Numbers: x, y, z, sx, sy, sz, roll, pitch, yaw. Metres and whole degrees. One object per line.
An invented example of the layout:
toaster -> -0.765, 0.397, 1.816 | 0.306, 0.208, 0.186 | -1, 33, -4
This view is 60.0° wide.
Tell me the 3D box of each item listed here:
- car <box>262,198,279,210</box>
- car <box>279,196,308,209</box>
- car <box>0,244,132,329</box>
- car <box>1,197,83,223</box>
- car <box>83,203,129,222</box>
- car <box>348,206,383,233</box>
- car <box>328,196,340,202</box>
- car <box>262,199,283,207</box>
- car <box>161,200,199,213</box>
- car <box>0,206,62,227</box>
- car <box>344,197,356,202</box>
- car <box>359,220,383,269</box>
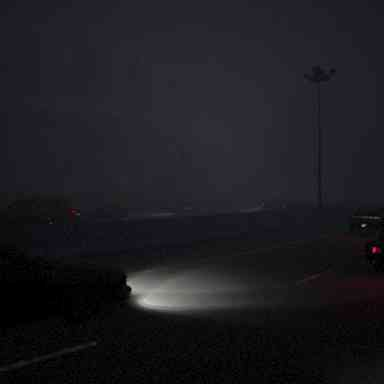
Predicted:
car -> 11.009, 1.611, 44.521 | 1.882, 1.535, 5.008 | 0, 0, 33
car -> 12.739, 1.595, 40.783 | 1.882, 1.535, 5.008 | 0, -1, 33
car -> -3.766, 1.573, 5.490 | 5.357, 1.411, 2.033 | 0, 0, -36
car -> -9.494, 1.304, 18.989 | 5.566, 2.045, 2.150 | 0, 0, -40
car -> -7.258, 1.593, 25.775 | 2.128, 1.511, 4.902 | 0, 0, 45
car -> 10.504, 1.540, 19.164 | 2.128, 1.511, 4.902 | 0, 0, 40
car -> 33.954, 1.575, 79.368 | 1.812, 1.442, 4.674 | 0, 0, 33
car -> 13.178, 1.763, 54.138 | 1.895, 1.301, 4.718 | 0, 0, 34
car -> -1.332, 1.682, 38.606 | 2.033, 1.411, 5.357 | 0, 0, 35
car -> -8.738, 1.594, 15.194 | 4.674, 1.442, 1.812 | 0, 0, -38
car -> 36.410, 1.698, 76.729 | 1.895, 1.301, 4.718 | 0, 0, 33
car -> 7.088, 1.624, 10.208 | 4.718, 1.301, 1.895 | 0, 0, -44
